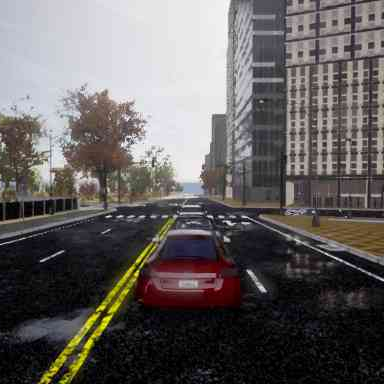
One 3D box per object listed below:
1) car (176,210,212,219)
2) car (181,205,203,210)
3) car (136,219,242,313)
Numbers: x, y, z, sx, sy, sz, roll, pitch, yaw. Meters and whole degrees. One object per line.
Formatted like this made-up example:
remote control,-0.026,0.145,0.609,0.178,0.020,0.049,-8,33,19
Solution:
car,0.076,1.597,13.015,1.895,1.301,4.718,0,0,0
car,-0.006,1.544,21.255,2.033,1.411,5.357,0,0,0
car,-0.022,1.561,7.767,1.994,1.385,4.181,0,0,1
